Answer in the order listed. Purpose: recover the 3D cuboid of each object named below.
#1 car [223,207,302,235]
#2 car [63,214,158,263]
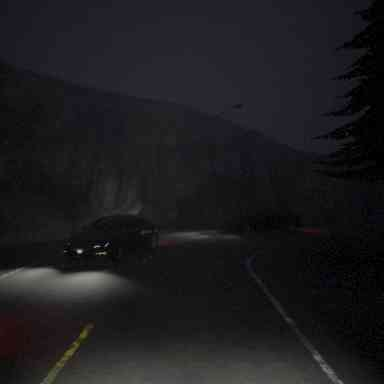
[{"bbox_3d":[4.327,1.700,20.471,5.008,1.535,1.882,0,-1,-19],"label":"car"},{"bbox_3d":[-2.837,1.644,12.742,1.837,1.490,4.892,0,-1,17],"label":"car"}]
